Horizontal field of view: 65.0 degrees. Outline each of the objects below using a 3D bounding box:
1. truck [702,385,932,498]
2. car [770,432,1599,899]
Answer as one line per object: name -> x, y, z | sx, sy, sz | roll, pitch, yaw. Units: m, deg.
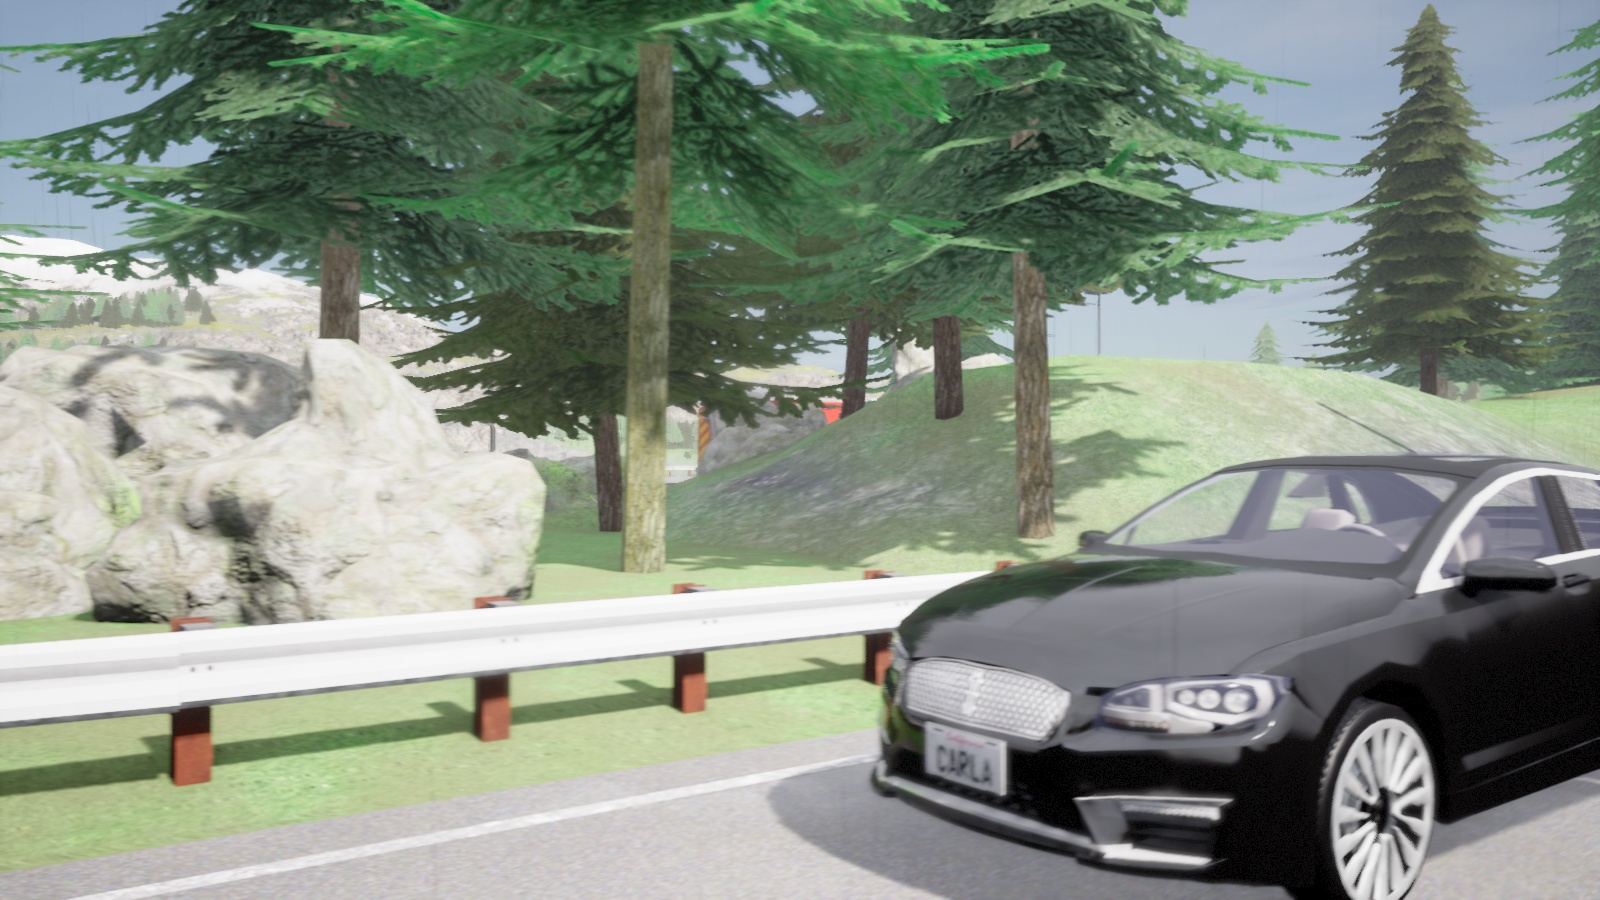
truck -> 0.749, -0.281, 46.207 | 8.468, 3.827, 2.891 | 0, 0, -37
car -> 2.487, 0.713, 5.560 | 4.902, 1.511, 2.128 | 0, 0, -36
